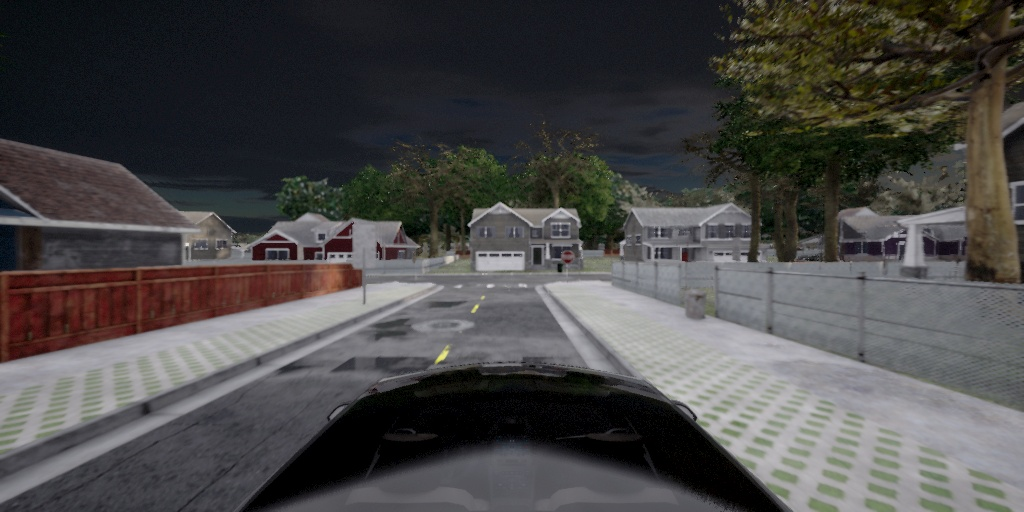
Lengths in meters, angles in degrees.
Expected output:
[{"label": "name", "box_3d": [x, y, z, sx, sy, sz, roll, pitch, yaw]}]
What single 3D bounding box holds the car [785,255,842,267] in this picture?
[{"label": "car", "box_3d": [25.892, 0.744, 30.968, 4.553, 1.767, 2.097, -1, 1, 0]}]
